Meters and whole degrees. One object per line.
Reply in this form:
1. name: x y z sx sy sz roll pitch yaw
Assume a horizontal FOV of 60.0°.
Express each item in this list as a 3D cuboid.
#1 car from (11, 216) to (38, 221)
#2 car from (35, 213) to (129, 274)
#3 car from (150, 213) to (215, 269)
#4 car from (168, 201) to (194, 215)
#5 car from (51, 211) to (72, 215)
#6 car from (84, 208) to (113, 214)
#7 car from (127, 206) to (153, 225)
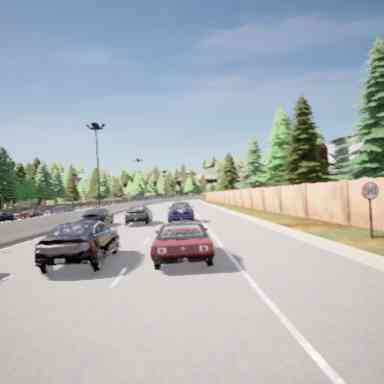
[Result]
1. car: -18.955 2.761 38.907 1.812 1.442 4.674 -3 -1 -2
2. car: -3.844 1.768 11.849 2.128 1.511 4.902 -3 0 -2
3. car: -0.338 1.695 11.727 1.895 1.301 4.718 -3 0 -2
4. car: -0.919 1.582 27.790 2.097 1.767 4.553 -3 0 -2
5. car: -15.477 2.410 39.245 2.097 1.767 4.553 -3 0 -2
6. car: -7.914 2.098 28.084 1.837 1.490 4.892 -3 0 -2
7. car: -4.412 1.903 27.901 2.128 1.511 4.902 -3 0 -2
